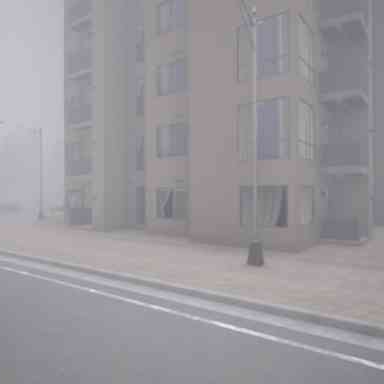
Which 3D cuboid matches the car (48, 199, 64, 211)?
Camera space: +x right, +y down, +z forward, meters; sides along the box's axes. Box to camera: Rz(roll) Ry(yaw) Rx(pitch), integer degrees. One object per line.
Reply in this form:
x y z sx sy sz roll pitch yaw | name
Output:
-16.580 1.681 43.616 1.812 1.442 4.674 0 0 28 | car

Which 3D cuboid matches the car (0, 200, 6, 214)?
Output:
-19.719 1.682 30.376 2.033 1.411 5.357 0 0 -1 | car

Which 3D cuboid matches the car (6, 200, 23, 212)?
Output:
-21.989 1.651 38.817 2.128 1.511 4.902 0 0 13 | car
